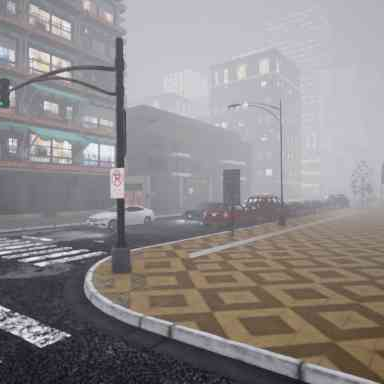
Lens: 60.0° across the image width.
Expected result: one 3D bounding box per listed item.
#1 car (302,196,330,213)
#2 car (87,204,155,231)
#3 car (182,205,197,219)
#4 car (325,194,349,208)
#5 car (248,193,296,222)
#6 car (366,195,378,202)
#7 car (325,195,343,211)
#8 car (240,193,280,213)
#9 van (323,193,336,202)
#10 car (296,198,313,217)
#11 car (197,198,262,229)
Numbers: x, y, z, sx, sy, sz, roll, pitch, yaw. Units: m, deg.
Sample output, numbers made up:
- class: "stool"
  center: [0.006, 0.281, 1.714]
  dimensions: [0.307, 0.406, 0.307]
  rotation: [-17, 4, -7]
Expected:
- class: "car"
  center: [12.384, 1.420, 34.280]
  dimensions: [1.887, 1.381, 4.507]
  rotation: [-1, 0, 36]
- class: "car"
  center: [-4.294, 1.513, 20.727]
  dimensions: [1.812, 1.442, 4.674]
  rotation: [-1, 0, 36]
- class: "car"
  center: [1.406, 1.514, 28.480]
  dimensions: [2.033, 1.411, 5.357]
  rotation: [-1, 0, 36]
- class: "car"
  center: [19.004, 1.166, 43.296]
  dimensions: [2.192, 1.841, 5.009]
  rotation: [-1, 0, 36]
- class: "car"
  center: [5.759, 1.214, 25.266]
  dimensions: [2.192, 1.841, 5.009]
  rotation: [-1, 0, 36]
- class: "car"
  center: [35.562, 1.332, 65.832]
  dimensions: [1.887, 1.381, 4.507]
  rotation: [-1, 0, 36]
- class: "car"
  center: [15.695, 1.414, 38.787]
  dimensions: [2.008, 1.369, 4.403]
  rotation: [-1, 0, 36]
- class: "car"
  center: [7.649, 1.166, 36.976]
  dimensions: [2.150, 2.045, 5.566]
  rotation: [-1, 0, 36]
- class: "van"
  center: [29.210, 1.227, 70.498]
  dimensions: [1.690, 1.788, 3.998]
  rotation: [-1, 0, 36]
- class: "car"
  center: [9.073, 1.469, 29.772]
  dimensions: [1.802, 1.307, 4.206]
  rotation: [-1, 0, 36]
- class: "car"
  center: [2.449, 1.351, 20.758]
  dimensions: [1.967, 1.590, 4.097]
  rotation: [-1, 0, 36]
